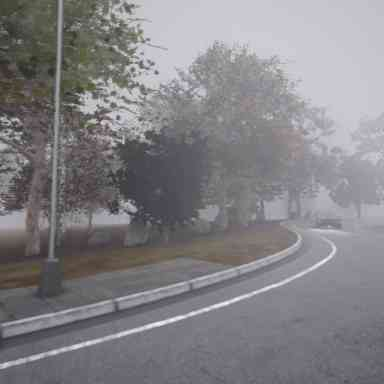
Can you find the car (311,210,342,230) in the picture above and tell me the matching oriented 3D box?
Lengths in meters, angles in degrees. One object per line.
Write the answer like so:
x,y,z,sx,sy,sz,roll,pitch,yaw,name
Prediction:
10.778,2.191,27.043,2.033,1.411,5.357,1,-1,14,car
